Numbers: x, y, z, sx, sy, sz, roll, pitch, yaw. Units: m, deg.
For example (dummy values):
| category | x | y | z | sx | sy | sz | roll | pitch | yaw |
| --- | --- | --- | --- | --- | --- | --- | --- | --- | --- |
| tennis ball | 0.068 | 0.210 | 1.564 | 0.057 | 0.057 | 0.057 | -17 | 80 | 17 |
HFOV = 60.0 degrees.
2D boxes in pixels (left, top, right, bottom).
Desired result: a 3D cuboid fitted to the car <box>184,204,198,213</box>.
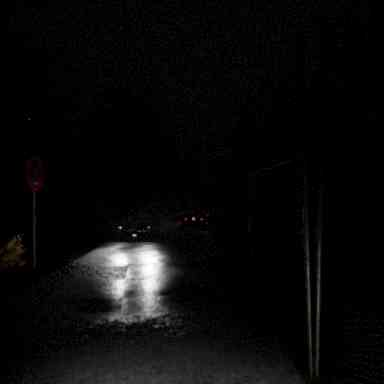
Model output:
| category | x | y | z | sx | sy | sz | roll | pitch | yaw |
| --- | --- | --- | --- | --- | --- | --- | --- | --- | --- |
| car | -0.095 | 2.977 | 60.627 | 1.812 | 1.442 | 4.674 | 0 | -2 | 8 |

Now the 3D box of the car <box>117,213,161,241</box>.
| category | x | y | z | sx | sy | sz | roll | pitch | yaw |
| --- | --- | --- | --- | --- | --- | --- | --- | --- | --- |
| car | -2.855 | 1.886 | 18.707 | 1.895 | 1.301 | 4.718 | 0 | -1 | 0 |

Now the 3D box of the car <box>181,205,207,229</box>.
| category | x | y | z | sx | sy | sz | roll | pitch | yaw |
| --- | --- | --- | --- | --- | --- | --- | --- | --- | --- |
| car | 0.145 | 1.977 | 25.436 | 2.033 | 1.411 | 5.357 | 0 | -1 | 1 |
